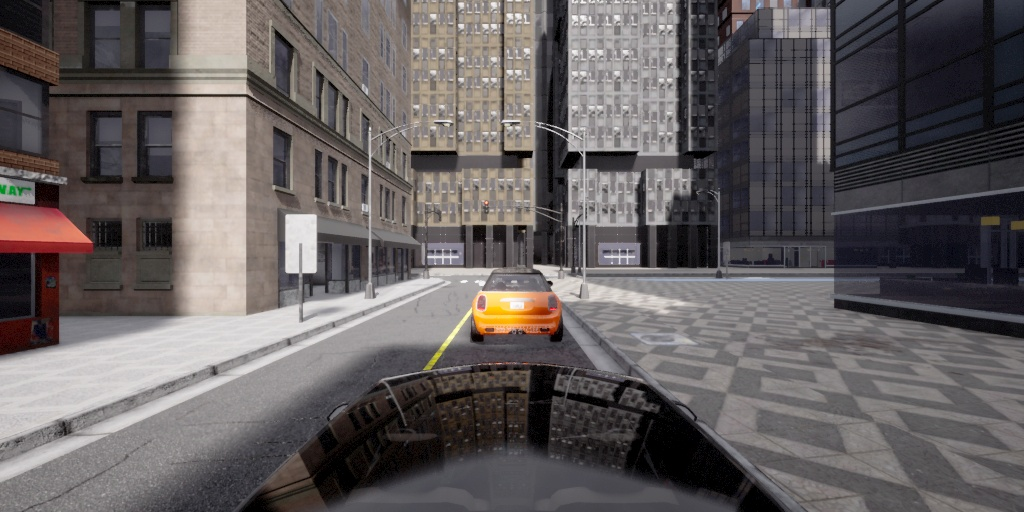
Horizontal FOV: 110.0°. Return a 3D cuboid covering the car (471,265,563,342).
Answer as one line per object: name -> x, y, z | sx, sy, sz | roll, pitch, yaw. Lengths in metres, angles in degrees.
car -> 0.104, 1.102, 9.967 | 2.097, 1.767, 4.553 | 0, 0, 0
